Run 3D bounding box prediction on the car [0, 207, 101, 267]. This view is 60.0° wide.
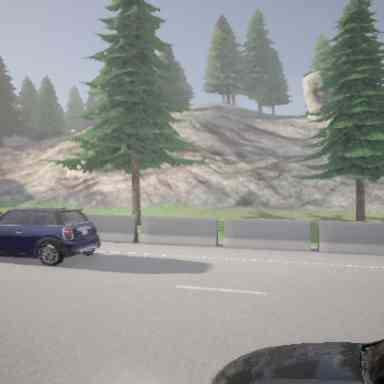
[{"bbox_3d":[-5.439,1.279,11.061,4.553,1.767,2.097,0,0,15],"label":"car"}]

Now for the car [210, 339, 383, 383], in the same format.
[{"bbox_3d":[2.367,1.510,1.778,4.892,1.490,1.837,0,0,15],"label":"car"}]
